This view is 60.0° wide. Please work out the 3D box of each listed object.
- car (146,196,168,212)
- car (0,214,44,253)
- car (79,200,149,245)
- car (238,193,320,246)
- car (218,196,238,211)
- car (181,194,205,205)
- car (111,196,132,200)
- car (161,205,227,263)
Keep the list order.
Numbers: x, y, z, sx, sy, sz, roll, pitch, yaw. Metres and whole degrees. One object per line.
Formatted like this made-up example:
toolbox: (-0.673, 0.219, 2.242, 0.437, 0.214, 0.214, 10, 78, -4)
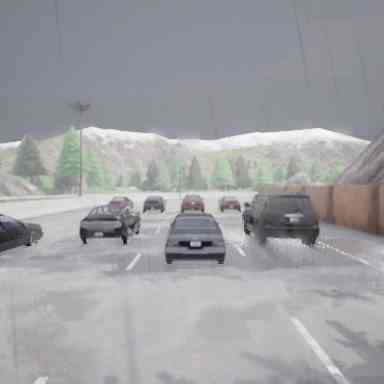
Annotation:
car: (-3.423, 1.117, 31.257, 1.837, 1.490, 4.892, 0, 1, 0)
car: (-6.911, 1.409, 10.987, 2.033, 1.411, 5.357, 0, 1, 0)
car: (-3.415, 1.309, 14.602, 2.128, 1.511, 4.902, 0, 1, 0)
car: (3.585, 1.043, 14.335, 2.150, 2.045, 5.566, 0, 1, 0)
car: (3.579, 1.125, 32.316, 1.812, 1.442, 4.674, 0, 1, 0)
car: (0.076, 0.969, 30.845, 2.097, 1.767, 4.553, 0, 1, 0)
car: (-6.920, 1.123, 32.387, 1.812, 1.442, 4.674, 0, 1, 0)
car: (0.089, 1.405, 11.390, 2.033, 1.411, 5.357, 0, 1, 0)
